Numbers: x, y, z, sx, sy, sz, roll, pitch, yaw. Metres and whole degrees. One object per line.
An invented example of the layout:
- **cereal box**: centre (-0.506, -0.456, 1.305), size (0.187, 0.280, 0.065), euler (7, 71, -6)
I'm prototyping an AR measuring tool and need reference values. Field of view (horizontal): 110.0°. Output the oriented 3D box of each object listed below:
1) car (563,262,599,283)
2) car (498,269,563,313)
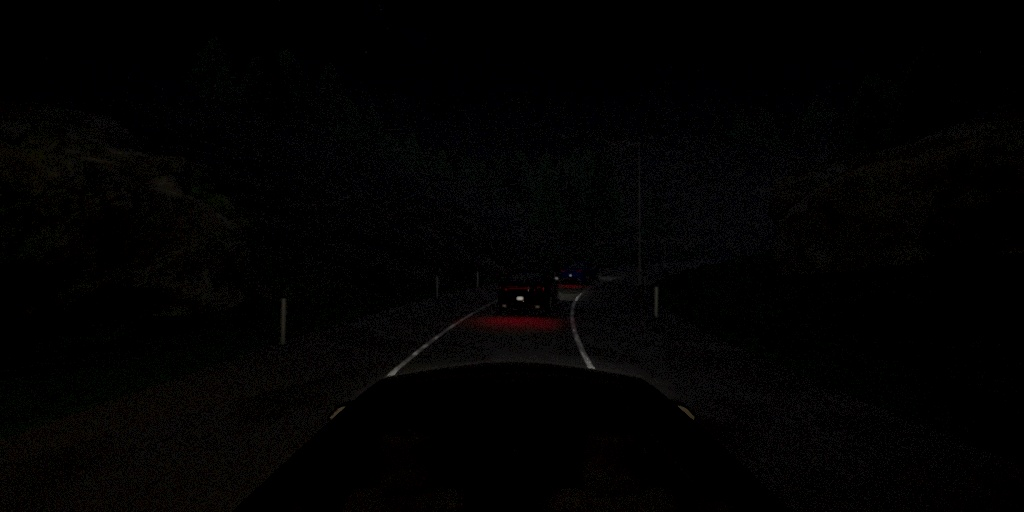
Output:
- **car**: centre (5.247, 1.176, 27.359), size (1.882, 1.535, 5.008), euler (0, 1, 28)
- **car**: centre (0.806, 1.276, 14.589), size (1.882, 1.535, 5.008), euler (0, 0, 13)
